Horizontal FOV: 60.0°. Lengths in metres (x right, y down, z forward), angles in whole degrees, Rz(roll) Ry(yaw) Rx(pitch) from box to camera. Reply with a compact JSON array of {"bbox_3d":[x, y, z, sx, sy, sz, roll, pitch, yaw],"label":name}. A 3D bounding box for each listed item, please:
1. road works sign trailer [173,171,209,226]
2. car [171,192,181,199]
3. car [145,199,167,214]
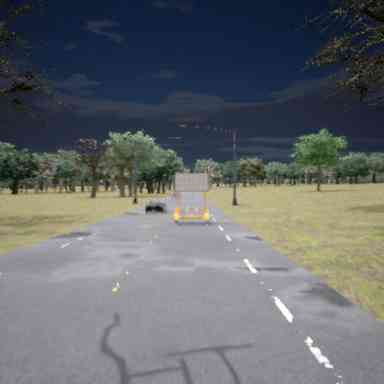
[{"bbox_3d":[-0.008,0.383,22.951,2.380,3.560,2.880,0,0,0],"label":"road works sign trailer"},{"bbox_3d":[-3.524,0.588,75.642,2.097,1.767,4.553,0,1,0],"label":"car"},{"bbox_3d":[-3.607,1.437,33.704,1.895,1.301,4.718,0,0,0],"label":"car"}]
